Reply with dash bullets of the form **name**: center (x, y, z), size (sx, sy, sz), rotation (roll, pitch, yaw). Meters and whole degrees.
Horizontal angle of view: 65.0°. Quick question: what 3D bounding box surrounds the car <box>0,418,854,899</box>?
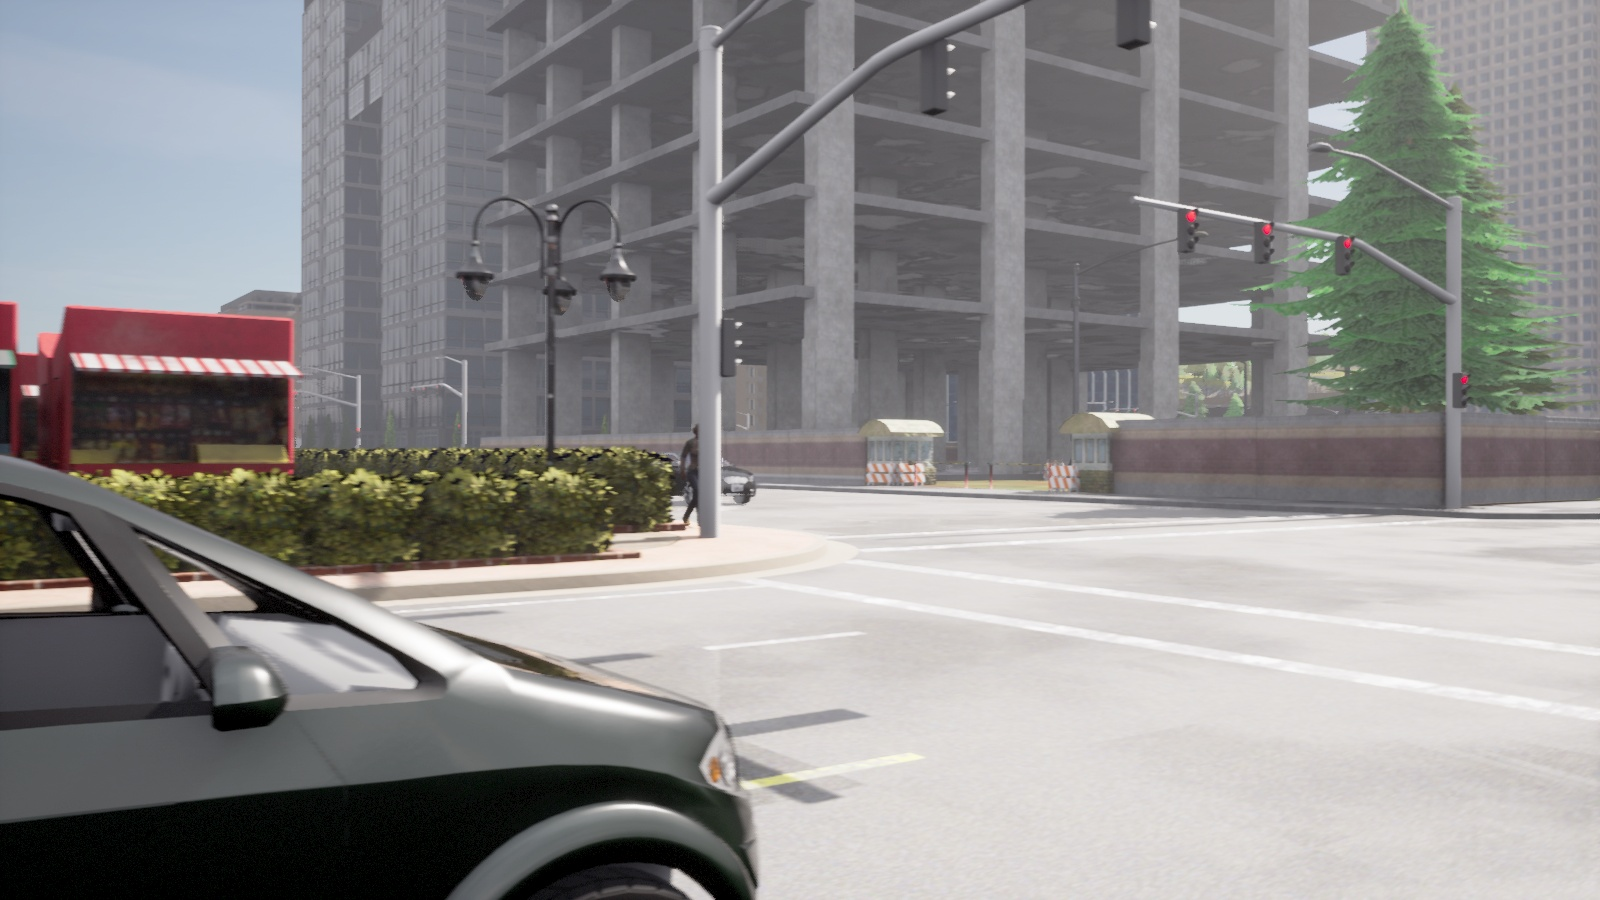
- **car**: center (-1.918, 0.733, 2.323), size (3.705, 1.549, 1.789), rotation (0, 0, -35)

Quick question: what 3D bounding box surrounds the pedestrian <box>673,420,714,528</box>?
- **pedestrian**: center (-1.818, 0.400, 21.461), size (0.328, 1.805, 0.869), rotation (0, 0, -32)

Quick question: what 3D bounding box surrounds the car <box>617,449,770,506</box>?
- **car**: center (-3.115, 0.740, 35.742), size (2.128, 1.511, 4.902), rotation (0, 0, -35)
